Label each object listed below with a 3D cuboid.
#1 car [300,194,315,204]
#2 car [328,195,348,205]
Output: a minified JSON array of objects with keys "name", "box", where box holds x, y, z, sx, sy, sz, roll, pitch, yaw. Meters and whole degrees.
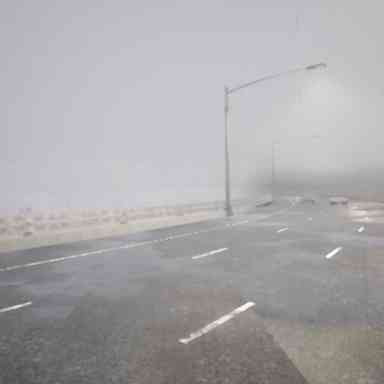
[{"name":"car","box":[15.885,0.911,45.764,2.033,1.411,5.357,0,1,17]},{"name":"car","box":[18.193,0.979,41.590,1.895,1.301,4.718,0,1,18]}]
